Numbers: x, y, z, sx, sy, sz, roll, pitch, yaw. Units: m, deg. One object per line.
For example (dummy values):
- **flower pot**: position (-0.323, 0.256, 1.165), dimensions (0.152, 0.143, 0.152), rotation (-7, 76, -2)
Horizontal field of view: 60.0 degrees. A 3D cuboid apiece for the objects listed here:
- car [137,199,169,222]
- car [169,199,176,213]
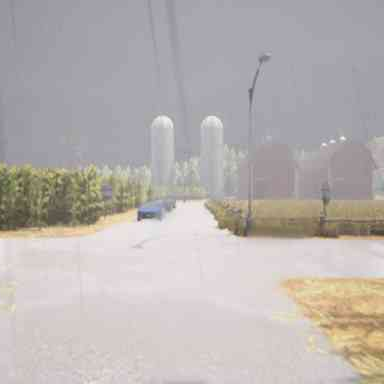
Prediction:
- **car**: position (-3.208, 1.496, 26.845), dimensions (1.882, 1.535, 5.008), rotation (0, -1, 0)
- **car**: position (-3.208, 1.684, 37.593), dimensions (1.895, 1.301, 4.718), rotation (0, 0, 0)
